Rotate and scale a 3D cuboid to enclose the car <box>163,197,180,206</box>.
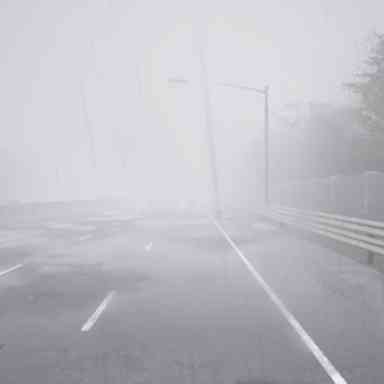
[{"bbox_3d":[-3.493,1.600,59.220,2.097,1.767,4.553,0,-1,0],"label":"car"}]

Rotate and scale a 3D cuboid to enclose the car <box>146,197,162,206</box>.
[{"bbox_3d":[-6.993,1.849,59.311,1.895,1.301,4.718,0,-1,0],"label":"car"}]

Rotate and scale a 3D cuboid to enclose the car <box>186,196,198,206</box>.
[{"bbox_3d":[0.007,1.812,59.281,1.994,1.385,4.181,0,-1,0],"label":"car"}]

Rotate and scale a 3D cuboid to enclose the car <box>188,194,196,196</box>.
[{"bbox_3d":[0.009,1.486,69.623,2.150,2.045,5.566,0,-1,0],"label":"car"}]

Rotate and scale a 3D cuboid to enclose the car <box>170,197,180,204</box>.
[{"bbox_3d":[-3.491,1.759,69.564,1.837,1.490,4.892,0,-1,0],"label":"car"}]

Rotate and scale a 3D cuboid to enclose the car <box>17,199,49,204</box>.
[{"bbox_3d":[-17.559,1.562,37.933,1.812,1.442,4.674,0,0,0],"label":"car"}]

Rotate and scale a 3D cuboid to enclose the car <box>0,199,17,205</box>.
[{"bbox_3d":[-21.058,1.543,38.217,1.837,1.490,4.892,0,0,0],"label":"car"}]
